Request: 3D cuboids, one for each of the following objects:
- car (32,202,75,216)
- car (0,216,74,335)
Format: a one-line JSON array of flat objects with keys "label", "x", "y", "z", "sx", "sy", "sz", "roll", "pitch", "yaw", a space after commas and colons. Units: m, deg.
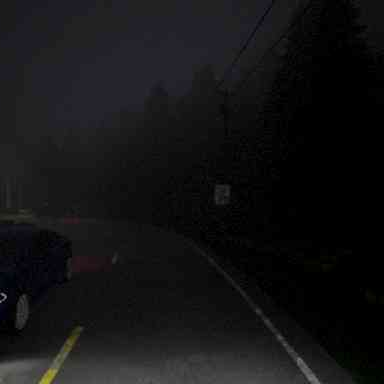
[{"label": "car", "x": -12.696, "y": 1.630, "z": 30.428, "sx": 4.902, "sy": 1.511, "sz": 2.128, "roll": 0, "pitch": 0, "yaw": 36}, {"label": "car", "x": -3.848, "y": 1.512, "z": 6.857, "sx": 1.882, "sy": 1.535, "sz": 5.008, "roll": 0, "pitch": 0, "yaw": -7}]
